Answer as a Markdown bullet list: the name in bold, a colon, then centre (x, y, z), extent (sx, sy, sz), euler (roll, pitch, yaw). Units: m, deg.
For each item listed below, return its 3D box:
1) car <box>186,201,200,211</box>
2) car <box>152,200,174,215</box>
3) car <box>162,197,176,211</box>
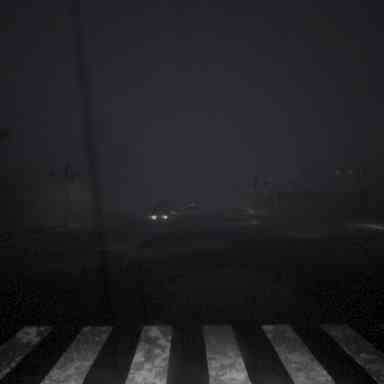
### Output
- **car**: centre (0.095, 2.061, 49.934), extent (2.128, 1.511, 4.902), euler (0, -1, 0)
- **car**: centre (-3.592, 2.004, 40.012), extent (2.033, 1.411, 5.357), euler (0, -1, 0)
- **car**: centre (-3.568, 1.799, 50.590), extent (2.150, 2.045, 5.566), euler (0, -1, 0)
